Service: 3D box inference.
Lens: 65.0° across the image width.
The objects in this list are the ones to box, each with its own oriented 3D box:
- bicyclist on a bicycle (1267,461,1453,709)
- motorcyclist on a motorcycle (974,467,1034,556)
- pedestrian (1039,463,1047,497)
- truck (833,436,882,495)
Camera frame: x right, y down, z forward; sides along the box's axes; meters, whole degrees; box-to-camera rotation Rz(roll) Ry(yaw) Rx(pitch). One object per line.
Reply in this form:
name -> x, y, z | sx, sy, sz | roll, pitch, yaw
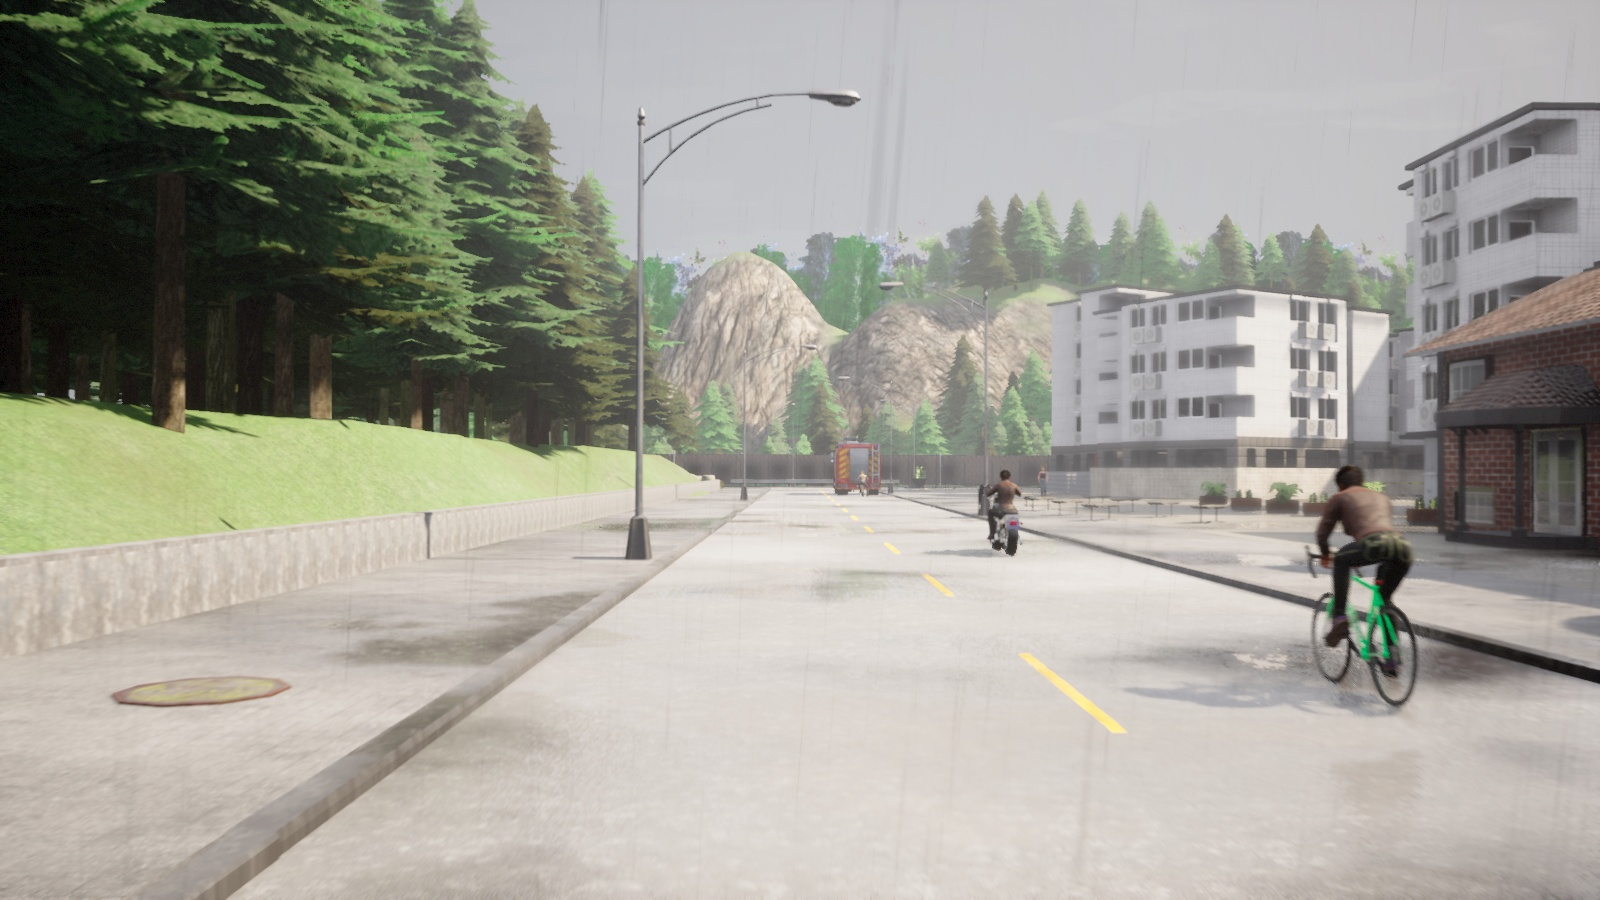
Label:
bicyclist on a bicycle -> 3.982, 0.903, 9.069 | 0.582, 1.620, 1.656 | 0, -1, 0
motorcyclist on a motorcycle -> 3.946, 1.159, 24.451 | 0.766, 1.649, 2.350 | 0, -1, 0
pedestrian -> 13.311, 1.623, 68.786 | 0.345, 1.836, 0.594 | 0, -1, 9
truck -> 3.805, 1.063, 85.296 | 2.891, 3.827, 8.468 | 0, -1, 0
